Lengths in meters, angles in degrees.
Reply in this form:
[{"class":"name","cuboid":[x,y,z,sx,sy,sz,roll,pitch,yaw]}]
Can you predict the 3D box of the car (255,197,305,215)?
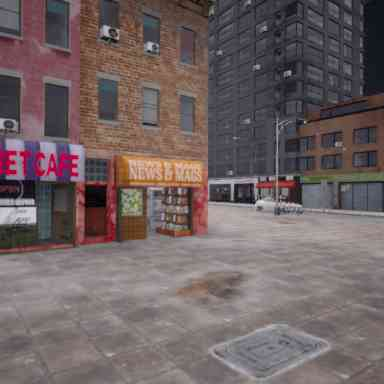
[{"class":"car","cuboid":[7.479,1.179,28.842,1.812,1.442,4.674,1,1,-35]}]
